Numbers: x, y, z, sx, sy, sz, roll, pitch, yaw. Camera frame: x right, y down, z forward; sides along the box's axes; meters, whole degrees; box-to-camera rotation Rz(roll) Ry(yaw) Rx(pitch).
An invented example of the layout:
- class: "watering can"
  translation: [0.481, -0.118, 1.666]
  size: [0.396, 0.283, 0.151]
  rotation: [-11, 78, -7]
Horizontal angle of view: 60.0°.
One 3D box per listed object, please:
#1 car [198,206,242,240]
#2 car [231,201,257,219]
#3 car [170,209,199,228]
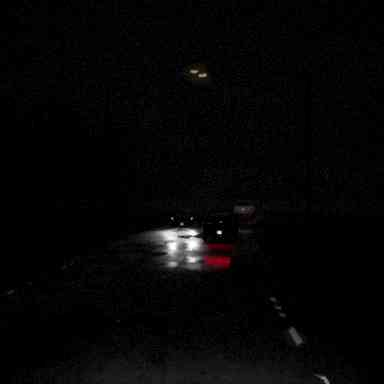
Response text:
- class: "car"
  translation: [1.704, 1.773, 18.690]
  size: [1.837, 1.490, 4.892]
  rotation: [0, -1, 8]
- class: "car"
  translation: [6.347, 2.063, 39.359]
  size: [2.150, 2.045, 5.566]
  rotation: [-1, -3, 15]
- class: "car"
  translation: [-0.294, 2.041, 25.967]
  size: [1.895, 1.301, 4.718]
  rotation: [0, -2, 12]
